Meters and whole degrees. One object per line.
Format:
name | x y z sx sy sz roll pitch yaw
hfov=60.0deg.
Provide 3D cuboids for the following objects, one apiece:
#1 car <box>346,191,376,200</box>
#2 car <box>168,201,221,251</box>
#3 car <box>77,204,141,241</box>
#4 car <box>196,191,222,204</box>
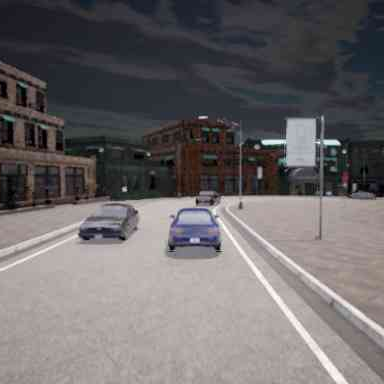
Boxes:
car | 26.742 0.544 52.742 4.181 1.385 1.994 2 3 0
car | 0.099 1.335 13.013 1.812 1.442 4.674 0 2 0
car | -3.617 1.283 15.568 2.033 1.411 5.357 0 2 0
car | 1.845 0.605 35.094 2.128 1.511 4.902 1 2 19
